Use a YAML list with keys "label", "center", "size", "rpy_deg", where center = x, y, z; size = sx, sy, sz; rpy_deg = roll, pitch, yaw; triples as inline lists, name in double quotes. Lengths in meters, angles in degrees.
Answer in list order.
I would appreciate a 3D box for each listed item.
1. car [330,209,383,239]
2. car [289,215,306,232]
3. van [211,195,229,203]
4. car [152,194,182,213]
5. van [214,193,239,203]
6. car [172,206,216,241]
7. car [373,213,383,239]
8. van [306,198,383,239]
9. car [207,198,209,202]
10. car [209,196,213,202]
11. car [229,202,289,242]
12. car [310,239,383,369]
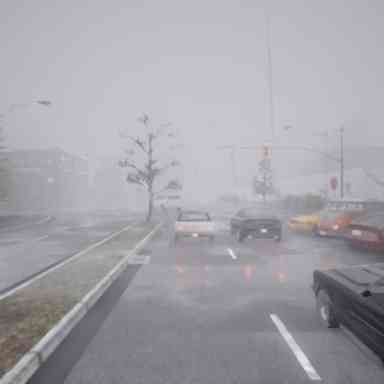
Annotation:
- label: "car"
  center: [8.057, 1.535, 12.652]
  size: [4.792, 1.488, 2.163]
  rpy_deg: [1, 0, -20]
- label: "car"
  center: [7.839, 1.511, 18.537]
  size: [5.366, 1.575, 1.946]
  rpy_deg: [1, 0, -20]
- label: "van"
  center: [7.668, 1.865, 91.687]
  size: [4.442, 1.987, 1.878]
  rpy_deg: [1, -1, -20]
- label: "car"
  center: [-3.193, 1.316, 39.221]
  size: [2.150, 2.045, 5.566]
  rpy_deg: [0, -1, -30]
- label: "van"
  center: [7.735, 1.334, 70.847]
  size: [4.442, 1.987, 1.878]
  rpy_deg: [1, -1, -20]
- label: "car"
  center: [0.048, 1.623, 16.857]
  size: [1.895, 1.301, 4.718]
  rpy_deg: [0, 0, -2]
- label: "car"
  center: [8.214, 1.498, 9.722]
  size: [5.366, 1.575, 1.946]
  rpy_deg: [1, 0, -20]
- label: "van"
  center: [7.915, 1.284, 15.578]
  size: [4.442, 1.987, 1.878]
  rpy_deg: [1, 0, -20]
- label: "car"
  center: [7.935, 2.171, 94.772]
  size: [5.366, 1.575, 1.946]
  rpy_deg: [1, -2, -20]
- label: "car"
  center: [7.814, 1.893, 88.760]
  size: [4.553, 1.767, 2.185]
  rpy_deg: [1, -1, -20]
- label: "car"
  center: [3.047, 1.500, 16.611]
  size: [1.882, 1.535, 5.008]
  rpy_deg: [0, 0, 0]
- label: "car"
  center: [3.089, 1.602, 3.992]
  size: [1.895, 1.301, 4.718]
  rpy_deg: [0, 0, 0]
